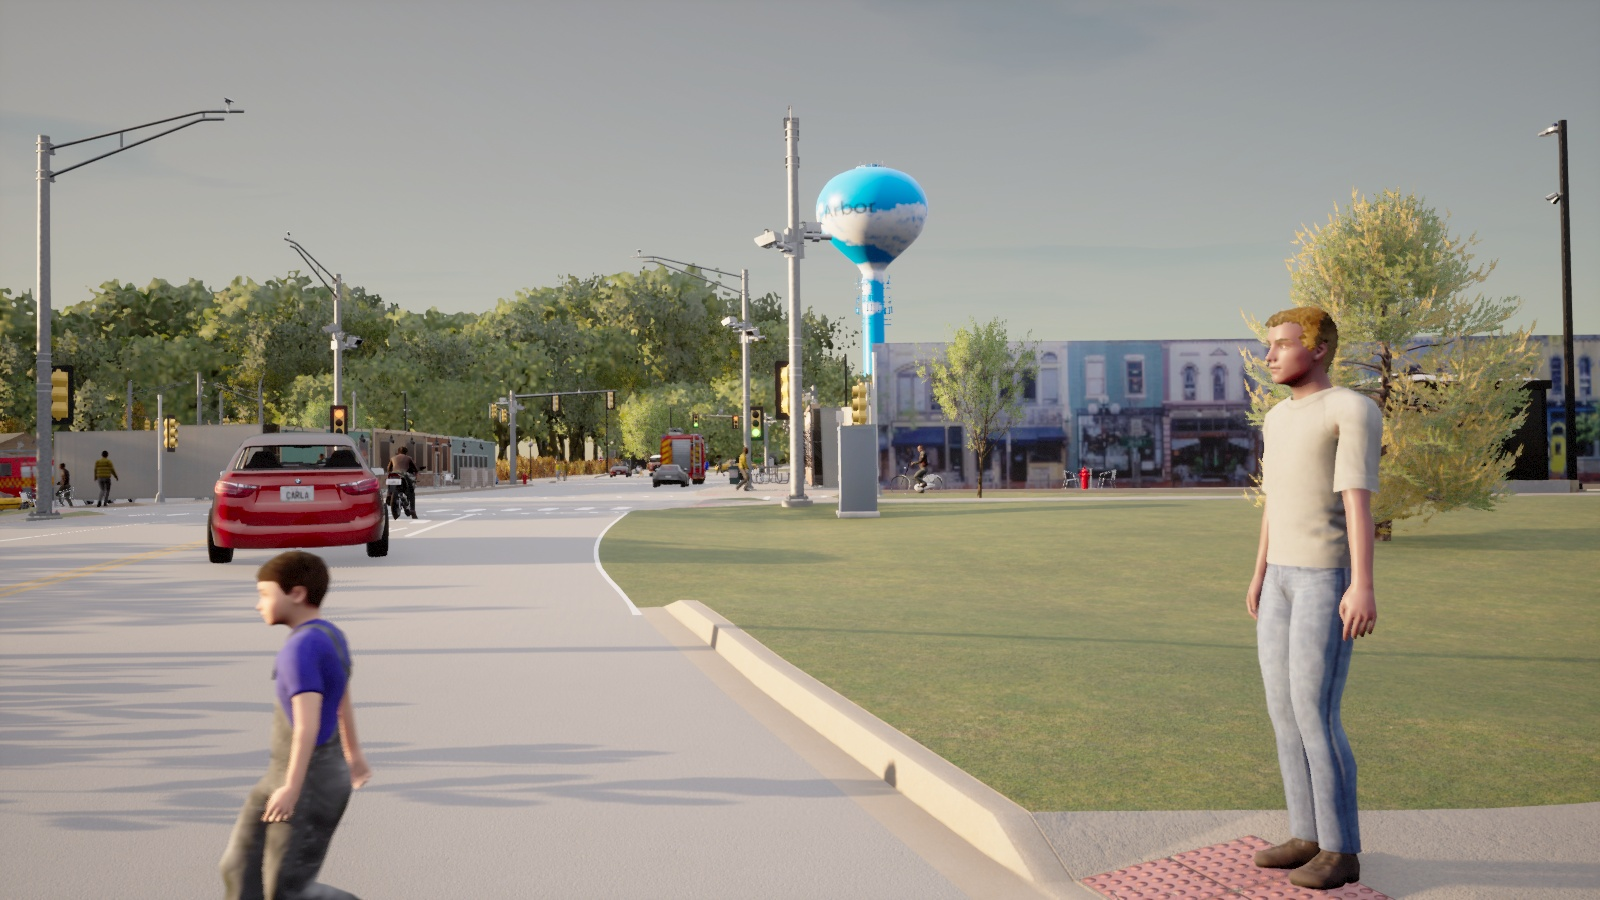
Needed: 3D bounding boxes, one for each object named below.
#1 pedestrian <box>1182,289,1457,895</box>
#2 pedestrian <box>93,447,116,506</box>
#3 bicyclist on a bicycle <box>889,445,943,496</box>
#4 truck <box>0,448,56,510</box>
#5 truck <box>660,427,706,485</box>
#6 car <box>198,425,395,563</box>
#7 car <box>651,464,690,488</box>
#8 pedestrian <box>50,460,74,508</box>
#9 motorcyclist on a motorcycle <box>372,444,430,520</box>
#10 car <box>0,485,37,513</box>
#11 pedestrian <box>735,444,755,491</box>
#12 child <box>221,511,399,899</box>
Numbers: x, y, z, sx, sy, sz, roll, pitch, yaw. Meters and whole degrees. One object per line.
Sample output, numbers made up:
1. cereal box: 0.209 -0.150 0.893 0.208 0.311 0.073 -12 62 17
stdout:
1. pedestrian: 1.662 0.427 4.051 0.706 1.836 0.354 0 -1 -11
2. pedestrian: -21.870 0.834 39.490 0.431 1.840 0.709 0 -1 -10
3. bicyclist on a bicycle: 4.036 0.726 43.896 1.843 1.776 0.659 0 -1 4
4. truck: -51.414 1.855 79.686 2.891 3.827 8.468 -1 1 3
5. truck: -8.151 0.459 88.123 2.891 3.827 8.468 -1 -1 -3
6. car: -6.992 0.514 17.680 2.242 1.667 4.611 -1 0 -20
7. car: -7.741 1.537 75.411 1.994 1.385 4.181 -1 -1 -2
8. pedestrian: -28.626 1.330 48.729 0.703 1.840 0.431 0 -1 -11
9. motorcyclist on a motorcycle: -8.371 0.666 26.415 0.797 1.523 2.044 -1 -1 -8
10. car: -48.226 2.964 74.928 1.801 1.575 5.366 0 0 5
11. pedestrian: -2.163 0.705 49.615 0.726 1.835 0.370 0 -1 -10
12. child: -1.338 0.806 3.457 0.437 1.263 0.270 0 -1 -19
